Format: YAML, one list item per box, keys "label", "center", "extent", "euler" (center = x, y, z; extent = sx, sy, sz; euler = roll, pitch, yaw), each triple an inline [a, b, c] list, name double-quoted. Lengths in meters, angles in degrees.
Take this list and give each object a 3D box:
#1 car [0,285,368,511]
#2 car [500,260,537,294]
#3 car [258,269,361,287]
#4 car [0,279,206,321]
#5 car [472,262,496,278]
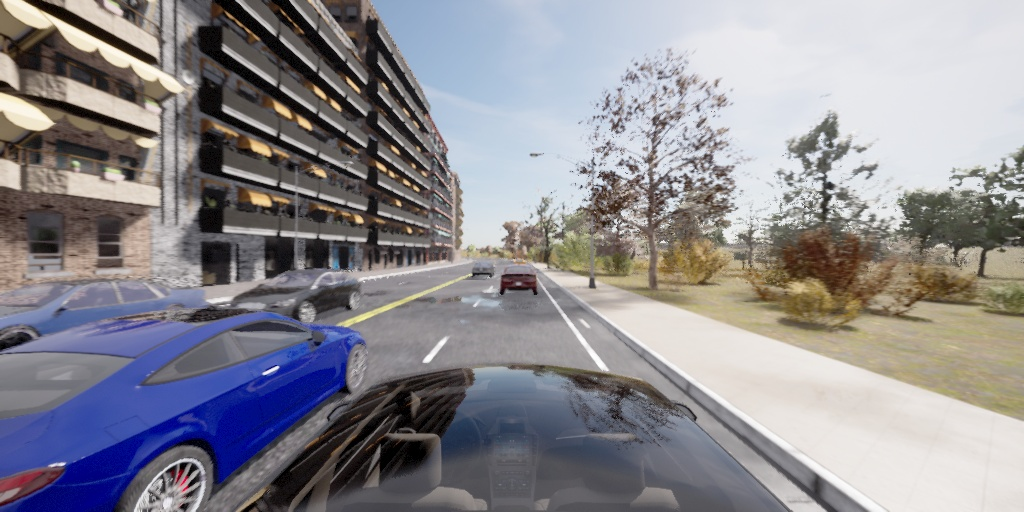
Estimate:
- label: "car"
  center: [-3.149, 1.260, 3.669]
  extent: [1.812, 1.442, 4.674]
  euler: [0, 0, 0]
- label: "car"
  center: [0.377, 1.196, 19.935]
  extent: [1.882, 1.535, 5.008]
  euler: [0, 0, 1]
- label: "car"
  center: [-6.493, 1.198, 11.358]
  extent: [2.128, 1.511, 4.902]
  euler: [0, 0, 1]
- label: "car"
  center: [-9.802, 1.246, 8.138]
  extent: [2.033, 1.411, 5.357]
  euler: [0, 0, 1]
- label: "car"
  center: [-2.584, 1.232, 33.258]
  extent: [2.033, 1.411, 5.357]
  euler: [0, 0, 1]
